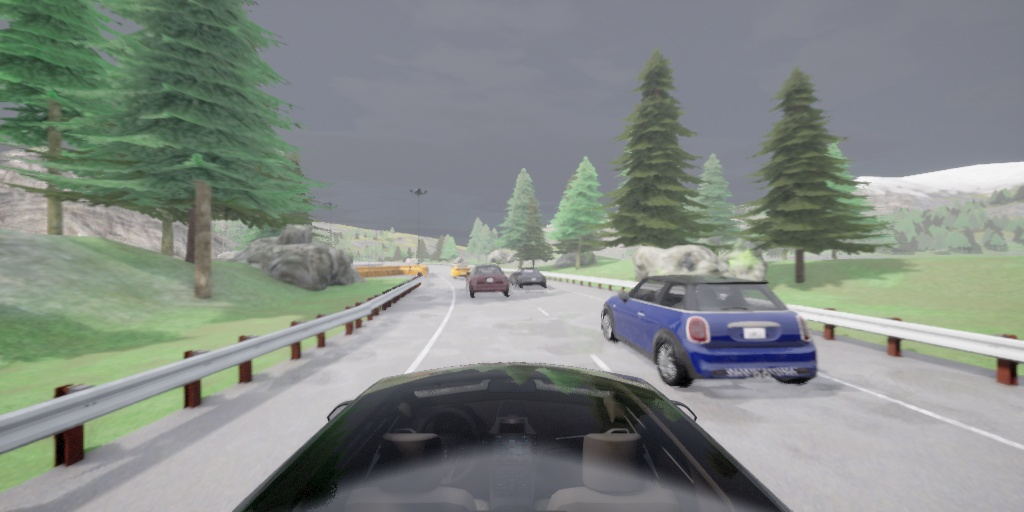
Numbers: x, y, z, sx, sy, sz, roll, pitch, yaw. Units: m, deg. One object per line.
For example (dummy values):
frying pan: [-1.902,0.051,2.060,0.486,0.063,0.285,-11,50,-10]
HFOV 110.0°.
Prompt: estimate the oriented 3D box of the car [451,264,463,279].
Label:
car: [-5.451,1.607,38.235,1.882,1.535,5.008,0,-1,-15]

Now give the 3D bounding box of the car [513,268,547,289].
car: [1.055,1.528,25.652,1.994,1.385,4.181,0,-1,-11]

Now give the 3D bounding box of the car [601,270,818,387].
car: [3.342,1.128,7.187,2.097,1.767,4.553,0,-1,-2]

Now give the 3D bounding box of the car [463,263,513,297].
car: [-1.489,1.287,20.517,2.097,1.767,4.553,0,-1,-10]
